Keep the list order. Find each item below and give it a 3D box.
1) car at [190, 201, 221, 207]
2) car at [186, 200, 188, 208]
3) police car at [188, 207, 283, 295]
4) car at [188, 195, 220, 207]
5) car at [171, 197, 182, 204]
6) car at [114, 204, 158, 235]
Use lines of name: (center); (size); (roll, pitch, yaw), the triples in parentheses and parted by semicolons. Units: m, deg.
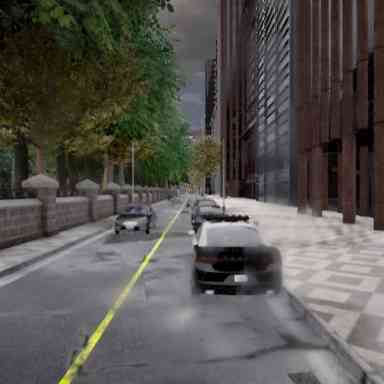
car: (0.960, 1.470, 18.700); (1.837, 1.490, 4.892); (0, 0, 0)
car: (0.176, 1.448, 46.891); (2.033, 1.411, 5.357); (0, 0, 1)
police car: (0.927, 1.411, 8.810); (1.930, 1.638, 5.238); (0, 0, 0)
car: (0.980, 1.302, 24.669); (2.097, 1.767, 4.553); (0, 0, 0)
car: (-2.854, 1.482, 60.755); (1.895, 1.301, 4.718); (0, 0, 1)
car: (-3.039, 1.456, 18.776); (2.128, 1.511, 4.902); (0, 0, 0)
